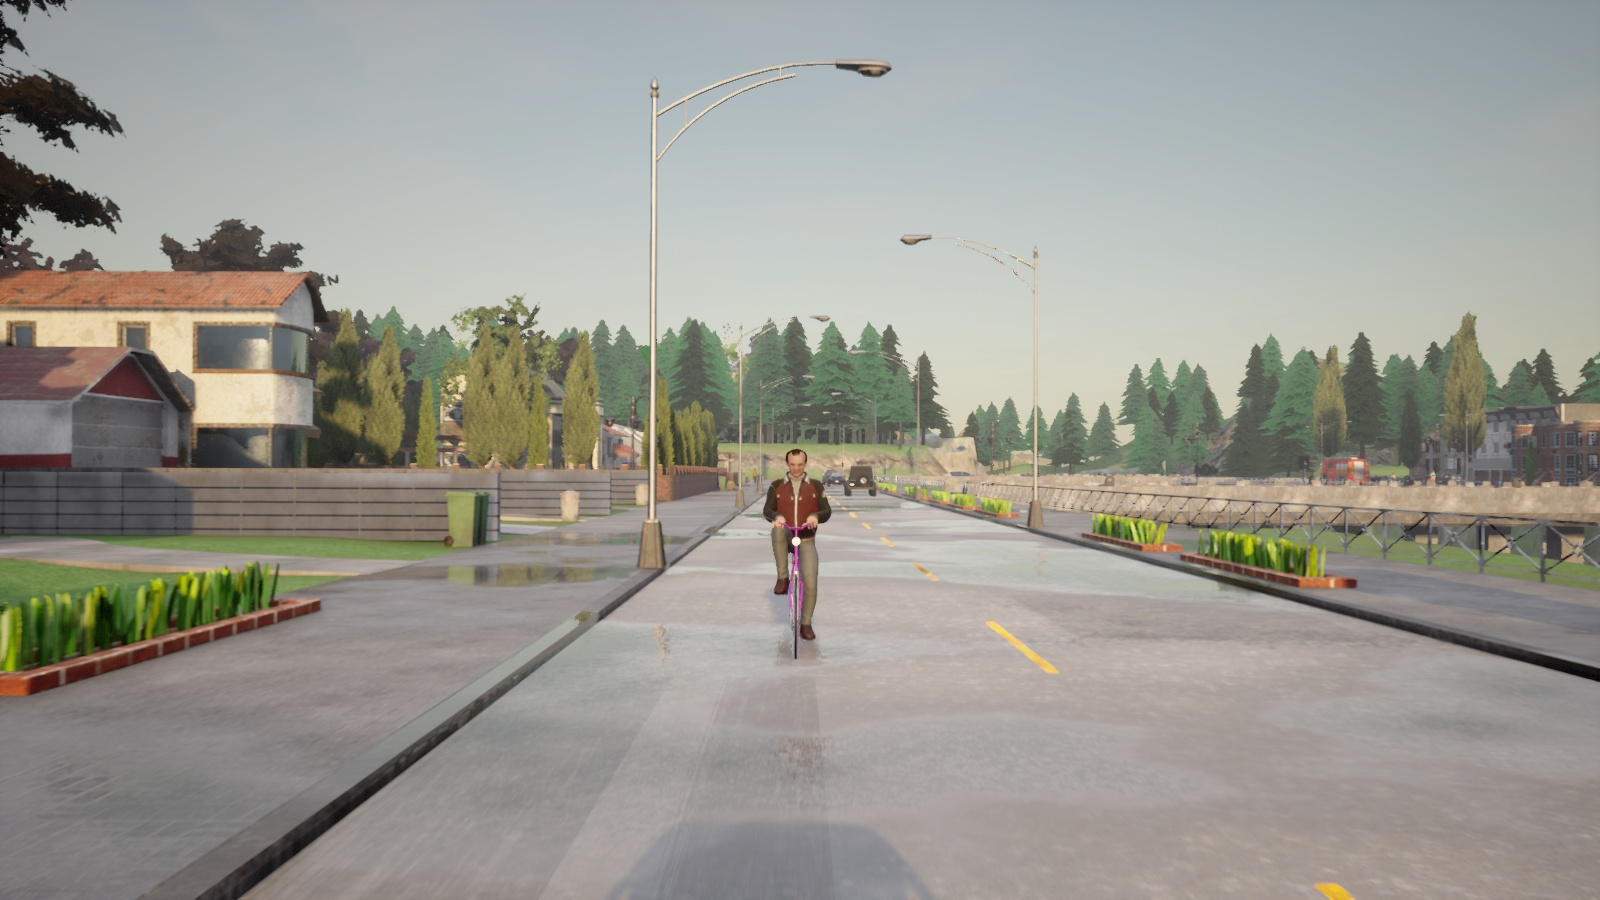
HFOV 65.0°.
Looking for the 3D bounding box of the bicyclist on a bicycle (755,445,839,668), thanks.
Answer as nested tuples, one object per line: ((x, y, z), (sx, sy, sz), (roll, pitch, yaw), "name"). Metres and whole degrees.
((-0.026, 0.869, 10.946), (0.659, 1.776, 1.843), (0, -1, 0), "bicyclist on a bicycle")

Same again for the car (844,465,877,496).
((3.812, 1.928, 79.612), (1.905, 1.878, 3.866), (0, -1, 0), "car")
